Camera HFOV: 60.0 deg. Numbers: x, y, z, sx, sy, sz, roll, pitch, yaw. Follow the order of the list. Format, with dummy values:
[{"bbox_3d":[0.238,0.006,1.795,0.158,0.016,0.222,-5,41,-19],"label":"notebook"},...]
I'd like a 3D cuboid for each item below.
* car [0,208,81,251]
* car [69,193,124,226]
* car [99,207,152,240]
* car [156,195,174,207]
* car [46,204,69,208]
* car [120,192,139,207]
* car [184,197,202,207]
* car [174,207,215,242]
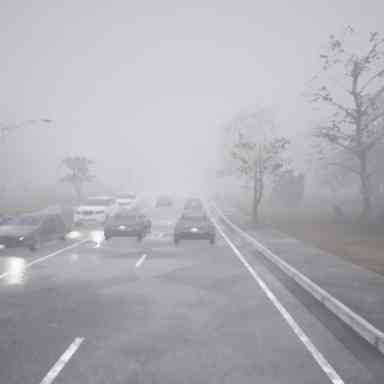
[{"bbox_3d":[-7.080,1.668,15.000,2.033,1.411,5.357,0,0,0],"label":"car"},{"bbox_3d":[-7.035,1.370,25.188,2.150,2.045,5.566,0,1,1],"label":"car"},{"bbox_3d":[-3.383,1.710,18.124,1.994,1.385,4.181,0,0,0],"label":"car"},{"bbox_3d":[-3.405,1.099,42.335,1.994,1.385,4.181,0,3,0],"label":"car"},{"bbox_3d":[-10.518,1.664,25.955,1.812,1.442,4.674,0,1,0],"label":"car"},{"bbox_3d":[-7.010,1.057,35.409,2.150,2.045,5.566,0,3,1],"label":"car"},{"bbox_3d":[0.136,1.269,38.423,1.994,1.385,4.181,0,3,0],"label":"car"},{"bbox_3d":[0.115,1.702,17.070,1.994,1.385,4.181,0,0,0],"label":"car"}]
